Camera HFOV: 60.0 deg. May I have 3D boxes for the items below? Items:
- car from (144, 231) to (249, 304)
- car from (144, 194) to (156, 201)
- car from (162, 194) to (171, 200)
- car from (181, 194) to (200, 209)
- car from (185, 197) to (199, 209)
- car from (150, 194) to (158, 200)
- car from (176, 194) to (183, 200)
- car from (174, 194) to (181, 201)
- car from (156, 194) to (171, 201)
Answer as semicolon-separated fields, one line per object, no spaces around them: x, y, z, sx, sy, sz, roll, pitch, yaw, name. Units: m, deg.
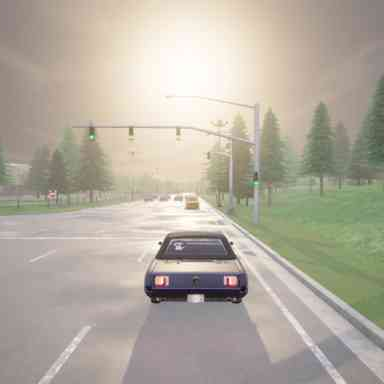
0.093;1.601;8.116;1.895;1.301;4.718;0;0;0;car
-10.362;1.531;80.422;2.033;1.411;5.357;0;0;0;car
-6.844;1.372;90.836;2.033;1.411;5.357;0;0;0;car
-0.051;1.085;46.301;1.882;1.535;5.008;-3;17;-3;car
0.027;1.576;49.784;2.033;1.411;5.357;-1;1;1;car
-10.344;1.332;90.842;1.837;1.490;4.892;0;0;0;car
-3.344;1.356;90.830;1.812;1.442;4.674;0;0;0;car
-3.361;1.545;80.827;1.994;1.385;4.181;0;0;0;car
-6.862;1.531;80.416;2.033;1.411;5.357;0;0;0;car
